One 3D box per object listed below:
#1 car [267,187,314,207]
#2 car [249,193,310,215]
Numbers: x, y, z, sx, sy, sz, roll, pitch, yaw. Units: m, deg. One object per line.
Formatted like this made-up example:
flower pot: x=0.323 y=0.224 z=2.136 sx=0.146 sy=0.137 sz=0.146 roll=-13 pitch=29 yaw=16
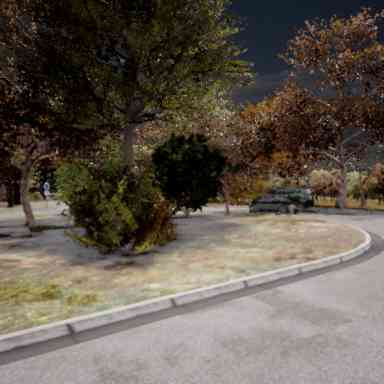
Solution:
car: x=7.972 y=0.606 z=29.623 sx=5.566 sy=2.045 sz=2.150 roll=0 pitch=1 yaw=45
car: x=6.501 y=1.013 z=25.787 sx=1.994 sy=1.385 sz=4.181 roll=-1 pitch=1 yaw=-44
